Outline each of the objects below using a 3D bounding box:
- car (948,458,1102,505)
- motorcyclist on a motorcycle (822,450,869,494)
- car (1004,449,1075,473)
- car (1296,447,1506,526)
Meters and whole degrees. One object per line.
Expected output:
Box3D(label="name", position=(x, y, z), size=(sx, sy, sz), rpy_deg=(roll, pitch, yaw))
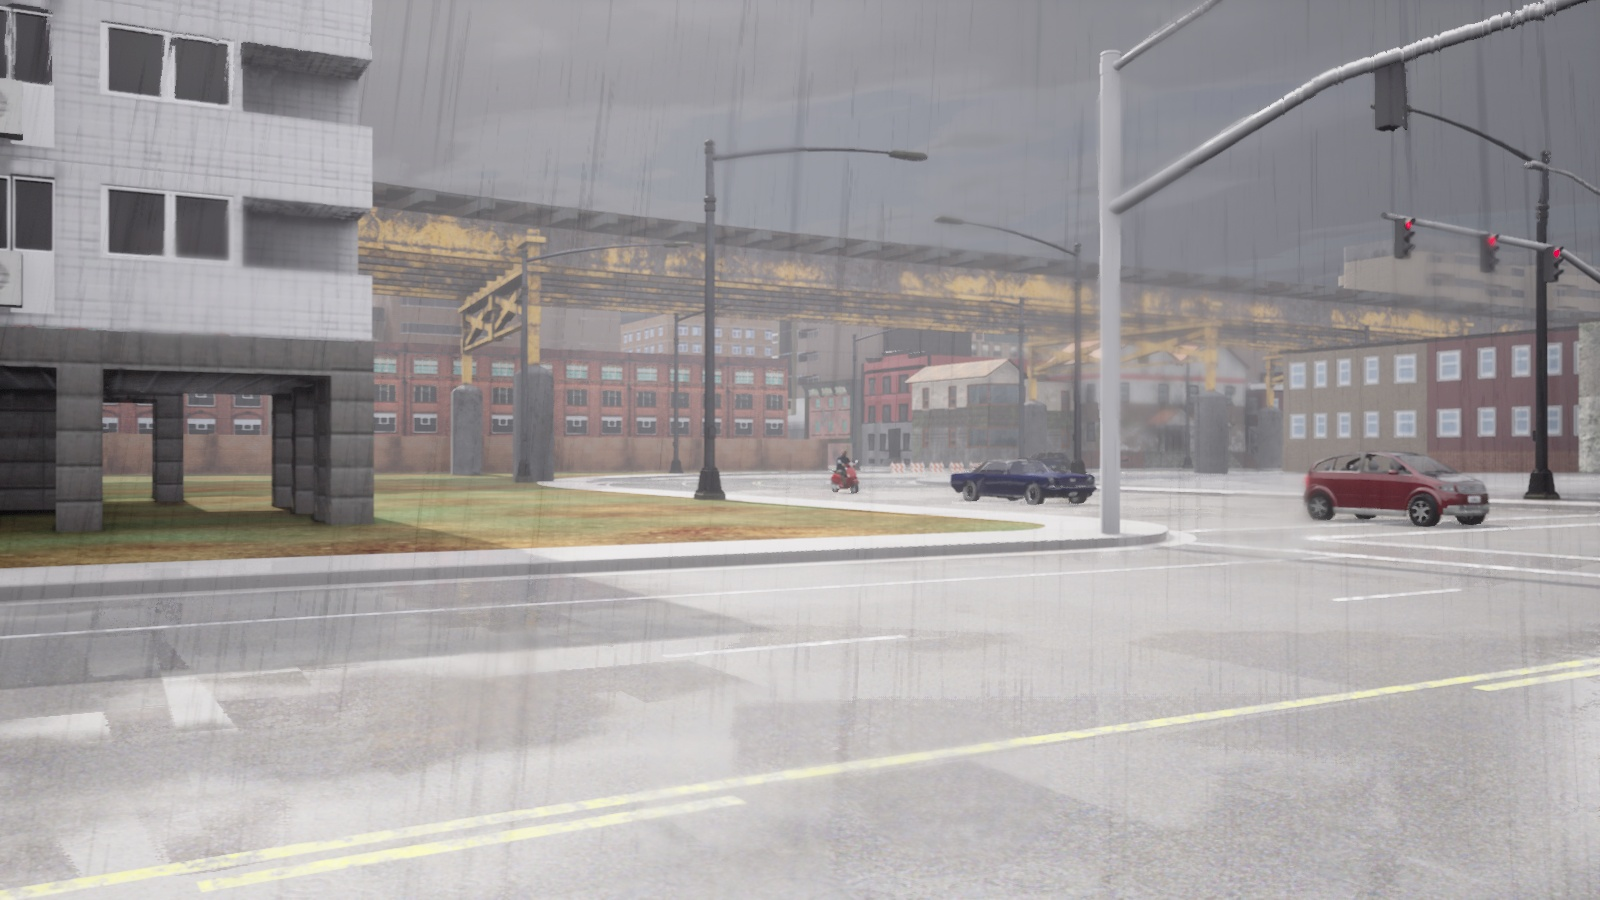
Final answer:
Box3D(label="car", position=(6.609, 0.896, 37.388), size=(1.895, 1.301, 4.718), rpy_deg=(0, 0, -30))
Box3D(label="motorcyclist on a motorcycle", position=(1.654, 0.780, 45.903), size=(0.866, 1.590, 1.817), rpy_deg=(0, 0, -30))
Box3D(label="car", position=(17.234, 0.793, 90.385), size=(4.856, 1.649, 2.033), rpy_deg=(0, 0, -29))
Box3D(label="car", position=(12.709, 0.736, 26.787), size=(1.789, 1.549, 3.705), rpy_deg=(0, 0, -27))
